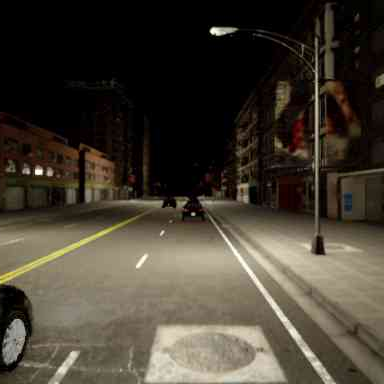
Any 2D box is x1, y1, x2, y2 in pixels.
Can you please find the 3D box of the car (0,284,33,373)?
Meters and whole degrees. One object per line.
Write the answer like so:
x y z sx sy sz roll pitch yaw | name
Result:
-3.150 1.505 2.745 1.837 1.490 4.892 0 0 0 | car

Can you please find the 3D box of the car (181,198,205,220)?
0.097 1.517 27.630 1.812 1.442 4.674 0 0 0 | car

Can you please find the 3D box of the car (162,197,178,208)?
-3.156 1.505 47.546 1.812 1.442 4.674 0 0 0 | car
